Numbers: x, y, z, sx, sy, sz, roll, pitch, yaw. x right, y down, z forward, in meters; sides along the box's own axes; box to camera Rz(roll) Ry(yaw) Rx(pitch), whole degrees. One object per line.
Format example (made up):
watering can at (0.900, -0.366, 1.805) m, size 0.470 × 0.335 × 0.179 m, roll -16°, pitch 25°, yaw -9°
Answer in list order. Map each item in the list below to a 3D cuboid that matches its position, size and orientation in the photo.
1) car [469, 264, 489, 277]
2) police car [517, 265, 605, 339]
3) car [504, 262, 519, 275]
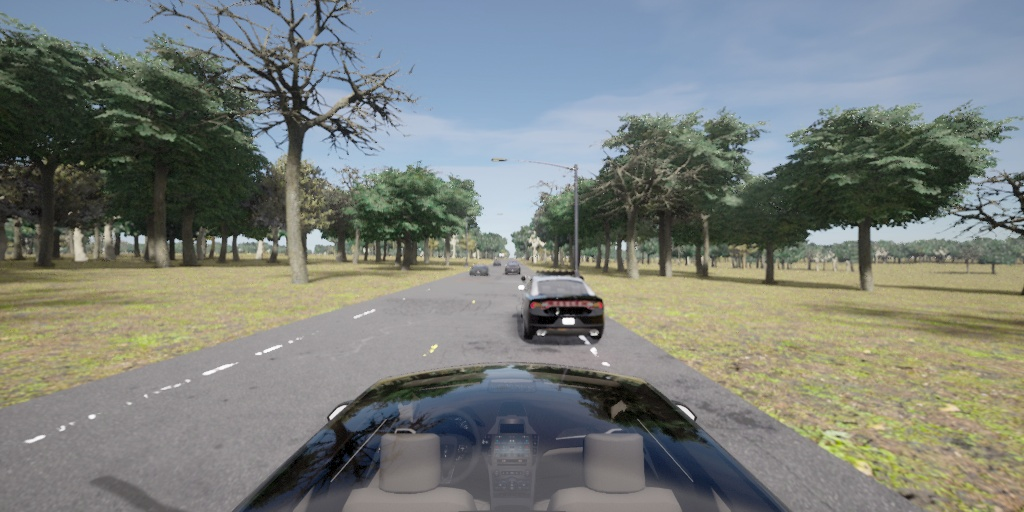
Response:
car at (-3.573, 1.543, 39.835) m, size 1.994 × 1.385 × 4.181 m, roll 0°, pitch 0°, yaw 0°
police car at (1.231, 1.225, 10.365) m, size 1.930 × 1.638 × 5.238 m, roll 0°, pitch 0°, yaw 0°
car at (0.115, 1.492, 43.386) m, size 2.128 × 1.511 × 4.902 m, roll 0°, pitch 0°, yaw 0°
